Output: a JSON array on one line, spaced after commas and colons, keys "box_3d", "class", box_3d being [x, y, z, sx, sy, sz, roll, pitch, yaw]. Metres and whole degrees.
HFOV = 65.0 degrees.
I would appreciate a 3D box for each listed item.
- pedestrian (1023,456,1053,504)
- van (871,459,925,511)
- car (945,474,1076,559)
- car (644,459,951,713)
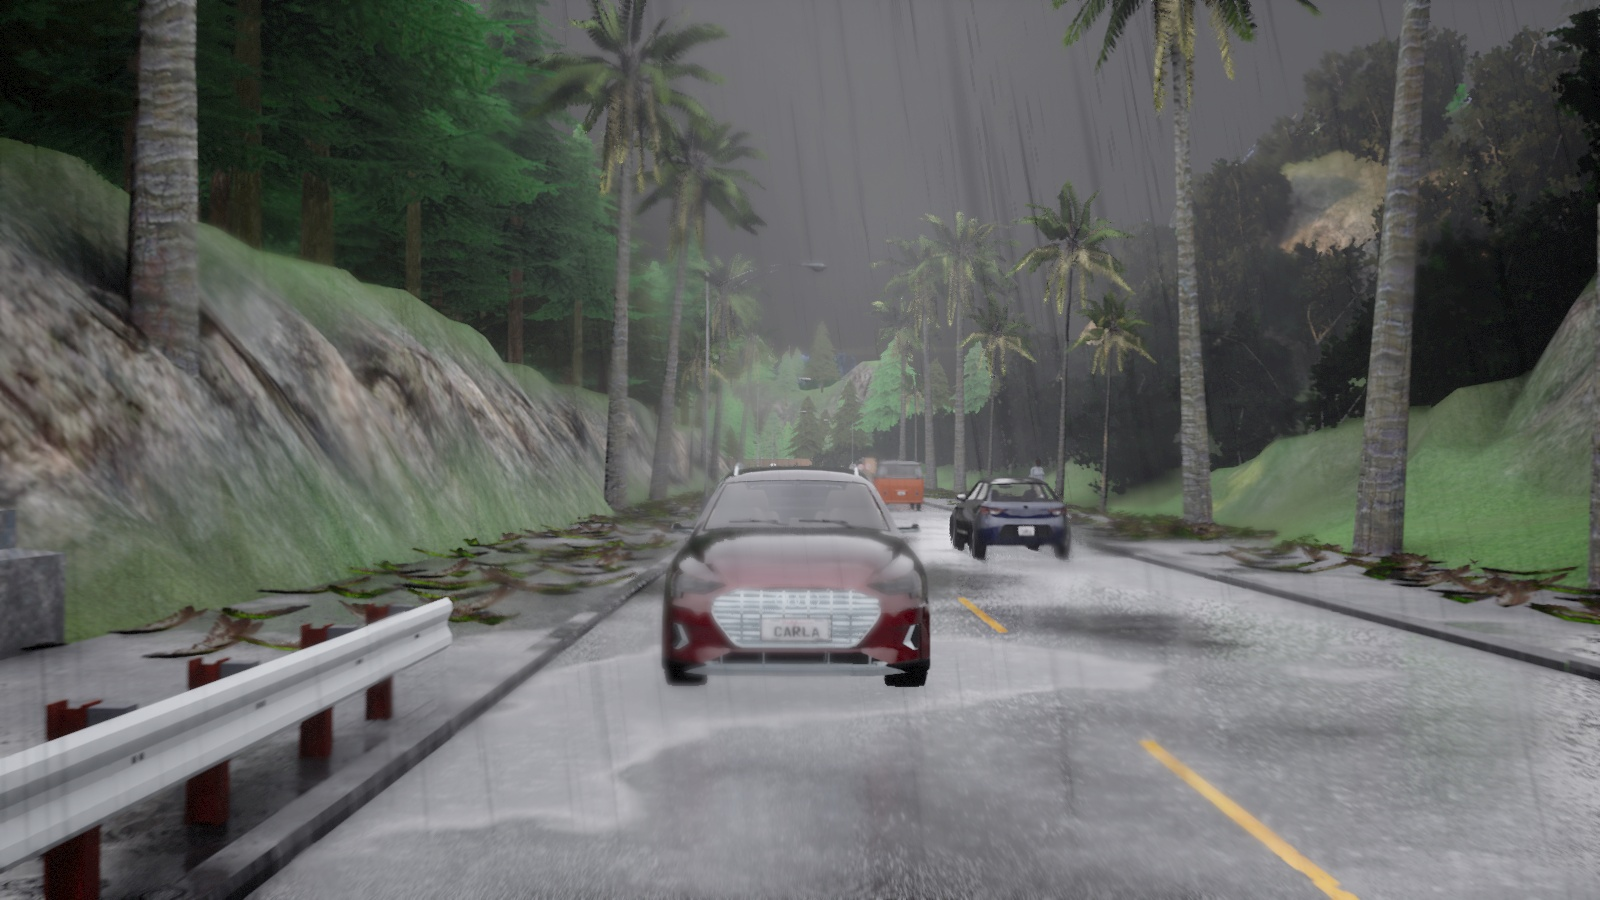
[{"box_3d": [9.318, 1.166, 49.201, 0.874, 1.855, 0.900, 0, -1, -10], "class": "pedestrian"}, {"box_3d": [3.892, 1.397, 50.478, 1.775, 1.987, 4.442, 0, -1, 0], "class": "van"}, {"box_3d": [3.949, 1.218, 24.231, 1.816, 1.474, 4.193, 0, -1, 0], "class": "car"}, {"box_3d": [-0.023, 0.922, 10.768, 2.033, 1.649, 4.856, 0, 0, 0], "class": "car"}]
